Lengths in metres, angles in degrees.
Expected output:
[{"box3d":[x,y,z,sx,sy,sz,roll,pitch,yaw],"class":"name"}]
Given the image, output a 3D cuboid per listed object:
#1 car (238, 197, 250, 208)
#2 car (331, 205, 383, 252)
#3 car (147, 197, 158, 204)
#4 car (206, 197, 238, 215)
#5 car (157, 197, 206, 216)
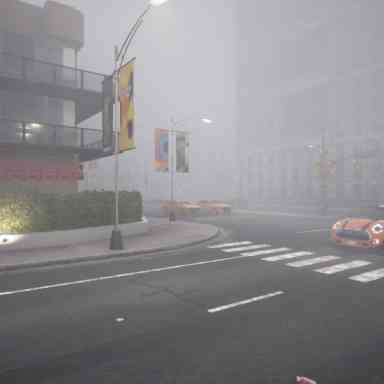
[{"box3d":[6.276,1.505,48.487,1.837,1.490,4.892,0,0,-35],"class":"car"},{"box3d":[7.868,1.352,13.934,4.553,1.767,2.097,0,0,-36],"class":"car"},{"box3d":[-6.207,1.601,59.240,4.718,1.301,1.895,0,0,42],"class":"car"},{"box3d":[2.025,1.478,34.259,1.882,1.535,5.008,0,0,-35],"class":"car"},{"box3d":[-1.103,1.478,32.621,1.882,1.535,5.008,0,0,-35],"class":"car"}]
